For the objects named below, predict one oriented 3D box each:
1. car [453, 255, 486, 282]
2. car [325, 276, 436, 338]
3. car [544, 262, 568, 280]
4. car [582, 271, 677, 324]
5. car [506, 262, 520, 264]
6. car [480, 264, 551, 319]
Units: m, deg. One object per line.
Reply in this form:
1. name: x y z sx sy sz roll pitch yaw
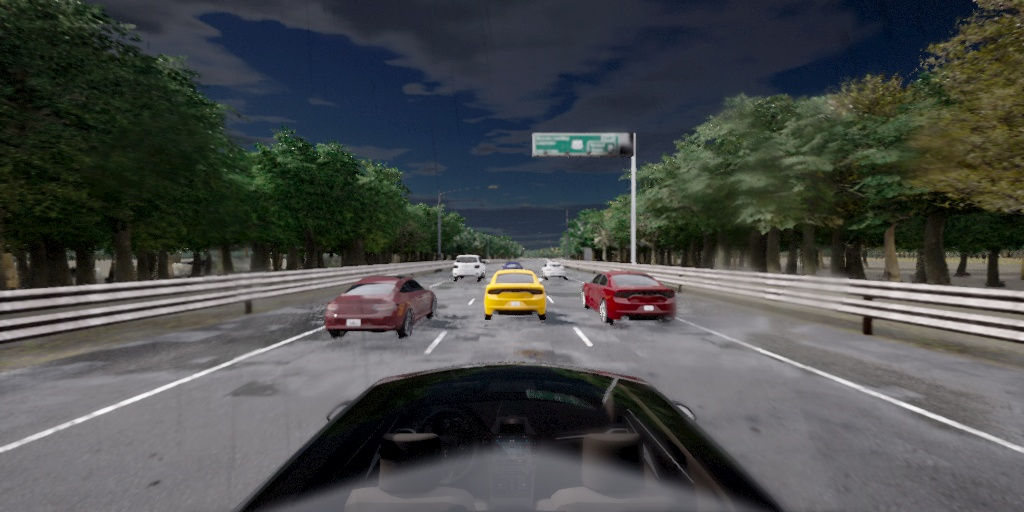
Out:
1. car: -3.406 0.963 29.339 2.150 2.045 5.566 0 0 0
2. car: -3.413 1.268 10.014 1.812 1.442 4.674 0 0 0
3. car: 3.595 1.270 31.216 1.812 1.442 4.674 0 0 0
4. car: 3.609 1.219 11.905 1.882 1.535 5.008 0 0 0
5. car: 0.095 1.270 31.135 1.812 1.442 4.674 0 0 0
6. car: 0.099 1.218 12.752 1.882 1.535 5.008 0 0 0
